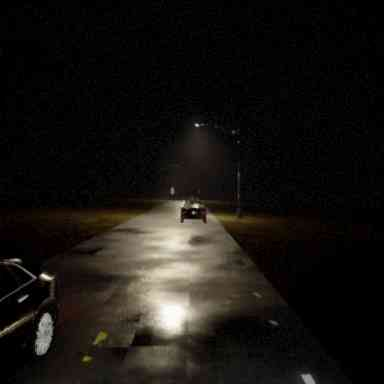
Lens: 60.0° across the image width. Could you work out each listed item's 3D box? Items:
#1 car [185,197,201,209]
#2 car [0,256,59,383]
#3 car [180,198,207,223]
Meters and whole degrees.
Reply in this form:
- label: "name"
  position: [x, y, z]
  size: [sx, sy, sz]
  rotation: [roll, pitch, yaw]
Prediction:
- label: "car"
  position: [0.100, 1.381, 41.666]
  size: [1.895, 1.301, 4.718]
  rotation: [0, 0, 0]
- label: "car"
  position: [-2.841, 1.481, 2.985]
  size: [1.837, 1.490, 4.892]
  rotation: [0, 0, 0]
- label: "car"
  position: [0.100, 1.392, 24.123]
  size: [2.033, 1.411, 5.357]
  rotation: [0, 0, 0]
